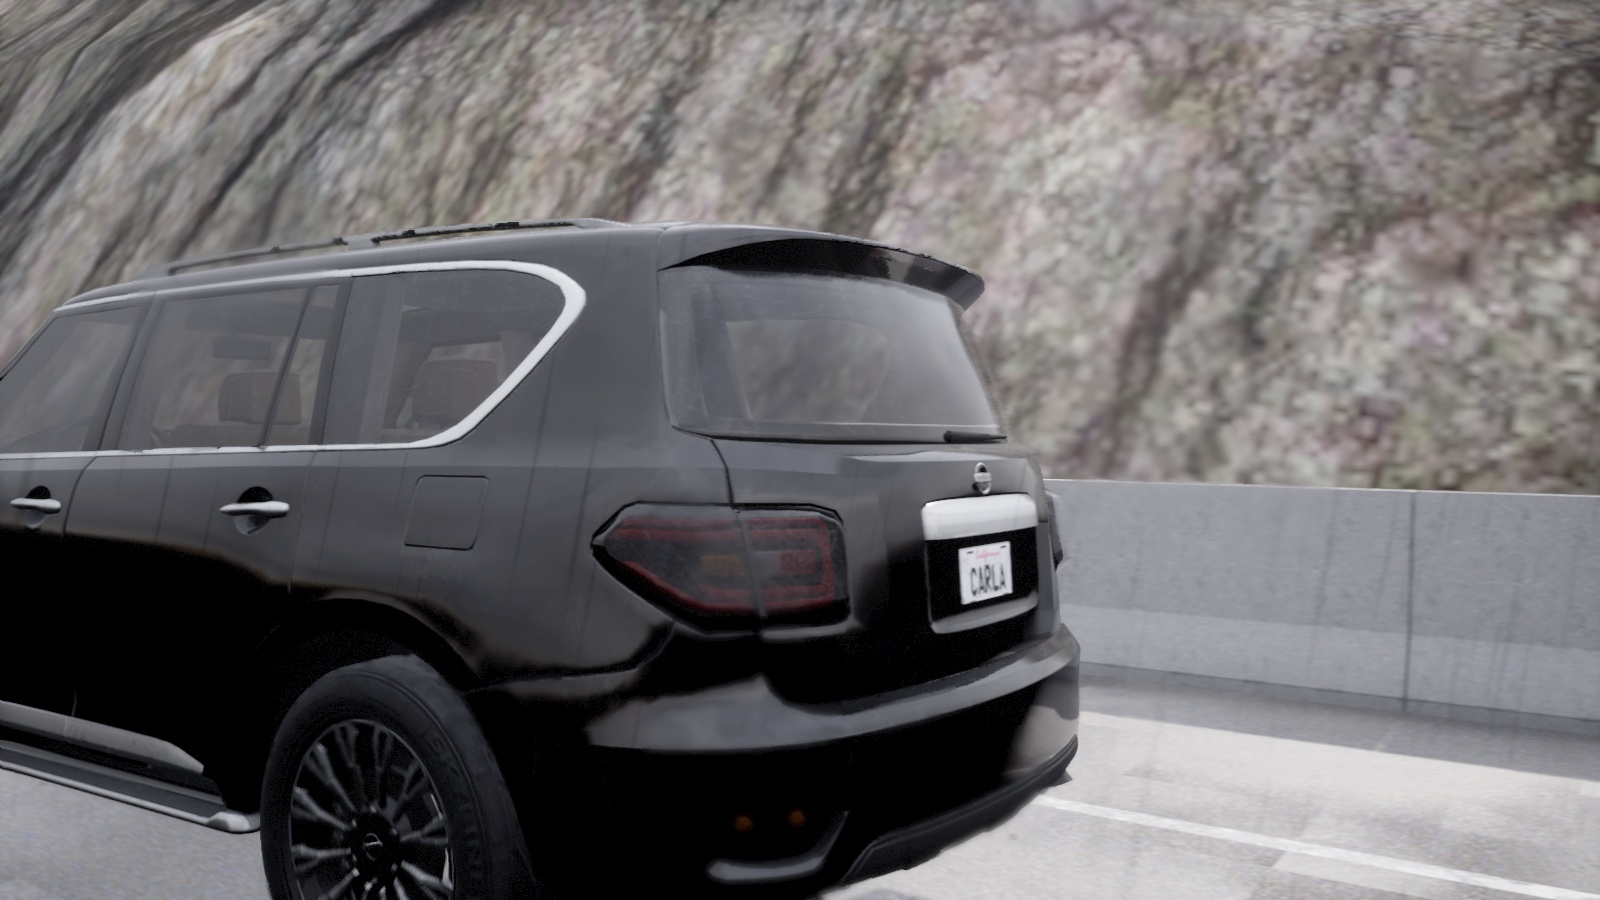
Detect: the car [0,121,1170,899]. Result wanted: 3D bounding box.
[{"bbox_3d":[-1.709,0.401,4.753,5.566,2.045,2.150,0,1,34],"label":"car"}]
